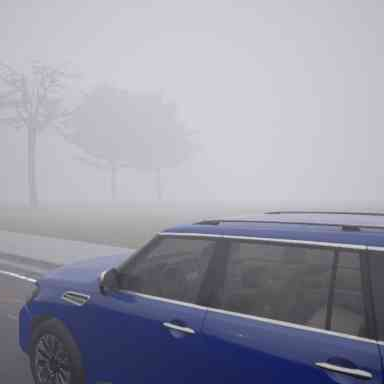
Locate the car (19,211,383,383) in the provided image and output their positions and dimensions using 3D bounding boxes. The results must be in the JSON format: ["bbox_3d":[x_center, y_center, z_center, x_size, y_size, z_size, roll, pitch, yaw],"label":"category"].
[{"bbox_3d":[0.588,1.222,3.273,5.566,2.045,2.150,0,0,35],"label":"car"}]
